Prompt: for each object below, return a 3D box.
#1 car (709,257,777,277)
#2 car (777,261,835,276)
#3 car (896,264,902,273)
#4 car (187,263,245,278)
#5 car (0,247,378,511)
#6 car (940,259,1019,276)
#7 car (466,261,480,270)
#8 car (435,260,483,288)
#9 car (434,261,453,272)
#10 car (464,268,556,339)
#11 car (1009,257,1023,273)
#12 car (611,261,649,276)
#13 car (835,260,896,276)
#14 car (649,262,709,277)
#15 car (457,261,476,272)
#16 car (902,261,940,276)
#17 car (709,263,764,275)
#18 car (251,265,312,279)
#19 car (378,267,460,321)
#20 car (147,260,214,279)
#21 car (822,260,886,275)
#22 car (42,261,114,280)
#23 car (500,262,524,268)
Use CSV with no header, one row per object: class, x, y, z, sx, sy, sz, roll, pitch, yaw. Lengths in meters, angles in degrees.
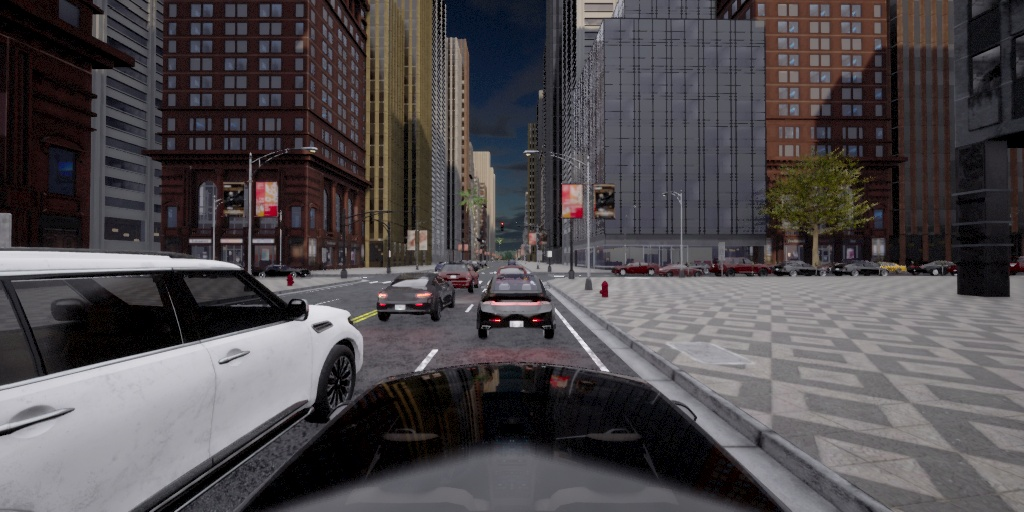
car,20.941,1.041,33.056,5.009,1.841,2.192,0,0,-1
car,26.578,1.276,33.145,4.313,1.339,1.948,0,0,-1
car,43.191,1.296,41.936,4.829,1.417,1.751,0,0,-1
car,-31.462,1.531,38.185,4.674,1.442,1.812,0,-1,0
car,-3.155,0.972,2.635,2.150,2.045,5.566,0,0,0
car,43.491,1.215,33.415,4.507,1.381,1.888,0,0,-1
car,-6.602,1.561,61.326,1.812,1.442,4.674,0,0,0
car,-3.157,1.142,21.394,2.097,1.767,4.553,0,0,0
car,-9.859,1.496,51.951,1.812,1.442,4.674,0,0,0
car,0.095,1.248,10.103,2.128,1.511,4.902,0,0,0
car,49.130,0.974,33.505,5.009,1.841,2.192,0,0,-1
car,13.251,1.299,38.719,5.008,1.535,1.882,0,-1,-2
car,32.215,1.261,33.235,4.313,1.339,1.948,0,0,-1
car,15.303,1.328,32.966,4.207,1.307,1.802,0,0,-1
car,-6.619,1.463,52.227,2.128,1.511,4.902,0,0,0
car,42.840,1.207,36.031,4.892,1.490,1.837,0,-1,-1
car,24.283,1.386,38.882,4.718,1.301,1.895,0,-1,-1
car,-22.414,1.527,34.978,4.718,1.301,1.895,0,-1,-3
car,-3.155,1.288,12.414,1.812,1.442,4.674,0,0,0
car,-32.232,1.323,34.986,4.553,1.767,2.097,0,-1,0
car,37.168,1.240,39.071,4.902,1.511,2.128,-1,-1,-1
car,-42.285,1.369,35.004,4.553,1.767,2.097,0,-1,1
car,-0.008,1.260,19.603,1.882,1.535,5.008,0,0,0
